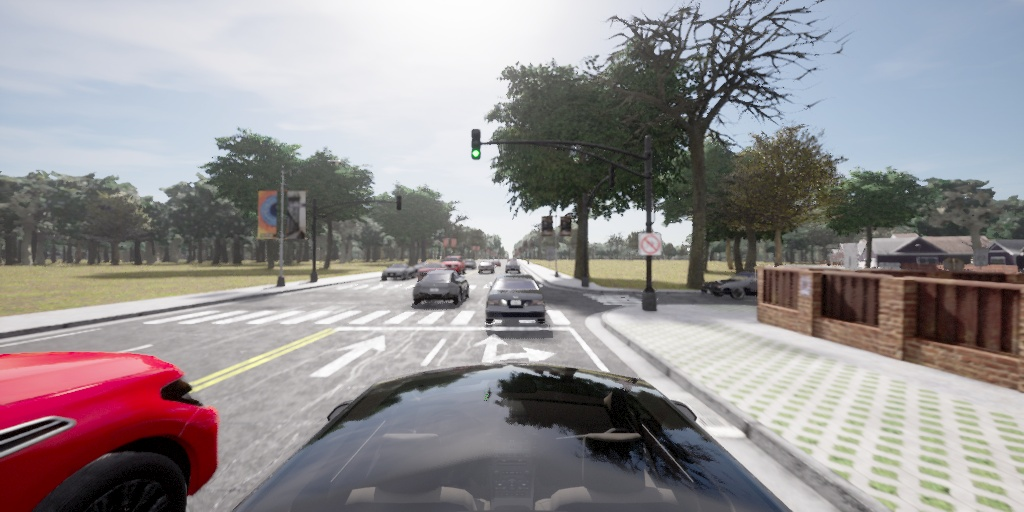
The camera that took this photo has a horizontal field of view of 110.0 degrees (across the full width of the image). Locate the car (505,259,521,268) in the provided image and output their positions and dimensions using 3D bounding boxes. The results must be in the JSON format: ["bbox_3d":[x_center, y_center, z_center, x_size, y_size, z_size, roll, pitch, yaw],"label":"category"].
[{"bbox_3d":[0.102,1.383,44.661,2.033,1.411,5.357,0,0,0],"label":"car"}]

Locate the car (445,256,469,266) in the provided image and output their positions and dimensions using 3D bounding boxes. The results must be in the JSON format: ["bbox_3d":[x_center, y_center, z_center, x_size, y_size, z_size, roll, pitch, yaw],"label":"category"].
[{"bbox_3d":[-6.599,1.049,40.268,2.150,2.045,5.566,0,0,1],"label":"car"}]

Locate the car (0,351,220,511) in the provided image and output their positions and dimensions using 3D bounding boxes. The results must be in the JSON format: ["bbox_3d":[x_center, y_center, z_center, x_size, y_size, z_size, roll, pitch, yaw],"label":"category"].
[{"bbox_3d":[-3.153,0.970,0.133,2.150,2.045,5.566,0,0,0],"label":"car"}]

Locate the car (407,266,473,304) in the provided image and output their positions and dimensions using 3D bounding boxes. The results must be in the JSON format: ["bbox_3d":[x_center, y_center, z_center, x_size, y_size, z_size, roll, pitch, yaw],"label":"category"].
[{"bbox_3d":[-3.151,1.345,16.564,1.994,1.385,4.181,0,0,0],"label":"car"}]

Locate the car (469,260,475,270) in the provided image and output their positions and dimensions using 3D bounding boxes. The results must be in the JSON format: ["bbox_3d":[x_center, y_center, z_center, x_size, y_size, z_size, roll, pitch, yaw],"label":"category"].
[{"bbox_3d":[-6.552,1.357,54.945,1.837,1.490,4.892,0,0,1],"label":"car"}]

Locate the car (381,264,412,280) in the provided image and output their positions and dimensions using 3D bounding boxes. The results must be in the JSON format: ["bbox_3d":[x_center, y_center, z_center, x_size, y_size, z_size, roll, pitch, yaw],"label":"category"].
[{"bbox_3d":[-9.837,1.375,31.403,1.994,1.385,4.181,0,0,1],"label":"car"}]

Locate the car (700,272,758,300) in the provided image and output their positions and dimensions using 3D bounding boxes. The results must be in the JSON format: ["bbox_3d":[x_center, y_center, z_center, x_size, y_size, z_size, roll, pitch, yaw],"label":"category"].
[{"bbox_3d":[13.065,1.545,19.117,5.357,1.411,2.033,1,-1,-3],"label":"car"}]

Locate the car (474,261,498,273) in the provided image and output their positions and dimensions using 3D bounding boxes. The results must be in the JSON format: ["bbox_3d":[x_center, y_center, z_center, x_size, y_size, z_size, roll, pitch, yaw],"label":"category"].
[{"bbox_3d":[-3.149,1.384,45.005,2.033,1.411,5.357,0,0,0],"label":"car"}]

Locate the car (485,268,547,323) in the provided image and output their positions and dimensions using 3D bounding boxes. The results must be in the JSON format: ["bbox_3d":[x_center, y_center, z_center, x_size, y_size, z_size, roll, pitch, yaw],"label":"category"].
[{"bbox_3d":[0.103,1.319,12.222,2.033,1.411,5.357,0,0,0],"label":"car"}]

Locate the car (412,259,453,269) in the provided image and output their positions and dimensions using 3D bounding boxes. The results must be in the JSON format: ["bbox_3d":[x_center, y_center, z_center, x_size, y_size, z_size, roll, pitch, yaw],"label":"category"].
[{"bbox_3d":[-6.592,1.287,30.351,1.882,1.535,5.008,0,0,0],"label":"car"}]
